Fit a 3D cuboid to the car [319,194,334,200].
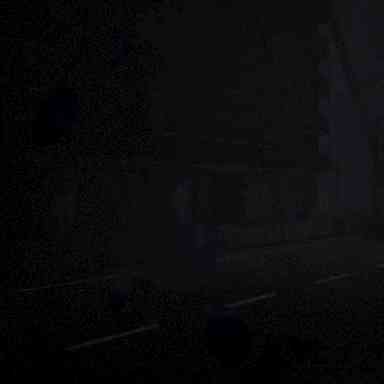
[{"bbox_3d":[32.567,1.255,80.526,4.553,1.767,2.097,0,0,-34],"label":"car"}]
